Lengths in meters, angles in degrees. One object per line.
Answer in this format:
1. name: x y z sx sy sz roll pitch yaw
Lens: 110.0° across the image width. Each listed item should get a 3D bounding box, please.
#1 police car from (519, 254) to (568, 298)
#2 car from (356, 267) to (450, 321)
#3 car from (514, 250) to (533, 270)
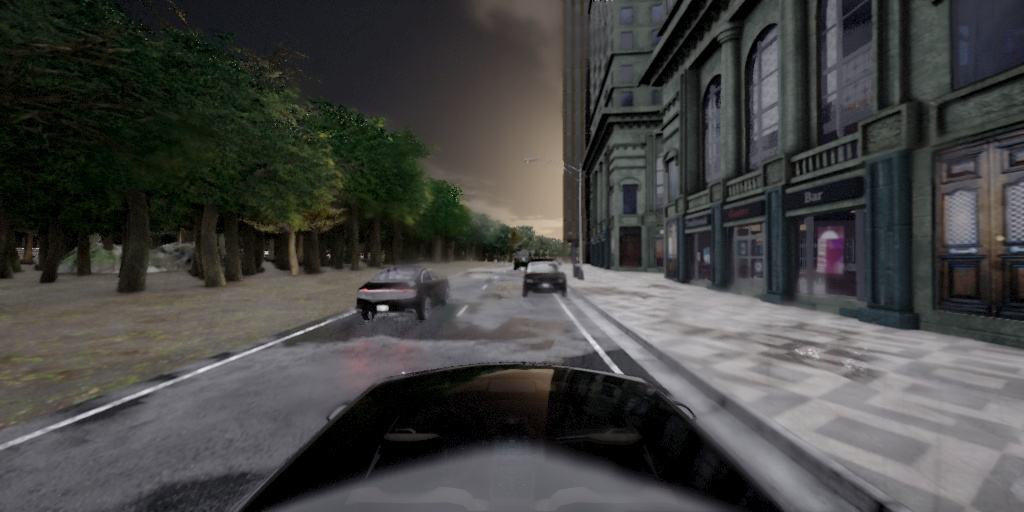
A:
1. police car: 1.434 0.920 16.784 1.930 1.638 5.238 0 1 2
2. car: -3.283 1.083 11.650 2.128 1.511 4.902 0 1 1
3. car: 1.404 0.425 39.293 2.150 2.045 5.566 0 0 5
